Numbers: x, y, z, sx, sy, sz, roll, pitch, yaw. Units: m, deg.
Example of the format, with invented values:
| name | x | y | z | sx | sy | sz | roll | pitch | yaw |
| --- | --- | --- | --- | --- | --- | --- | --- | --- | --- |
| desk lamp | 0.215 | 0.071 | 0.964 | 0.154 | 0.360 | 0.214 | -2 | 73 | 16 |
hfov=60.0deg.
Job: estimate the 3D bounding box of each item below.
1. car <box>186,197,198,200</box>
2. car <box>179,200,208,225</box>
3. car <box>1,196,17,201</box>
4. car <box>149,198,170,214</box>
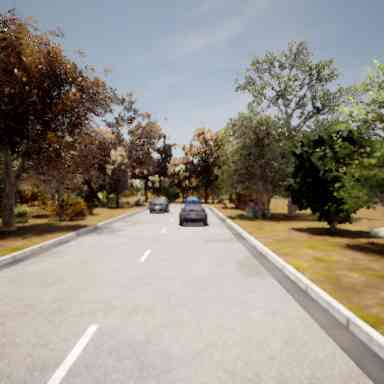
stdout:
| name | x | y | z | sx | sy | sz | roll | pitch | yaw |
| --- | --- | --- | --- | --- | --- | --- | --- | --- | --- |
| car | 0.023 | 1.370 | 41.807 | 1.882 | 1.535 | 5.008 | 0 | 0 | -1 |
| car | 0.086 | 1.516 | 23.840 | 1.994 | 1.385 | 4.181 | 0 | 0 | 0 |
| car | -45.152 | 1.430 | 81.900 | 5.566 | 2.045 | 2.435 | 0 | 0 | 0 |
| car | -3.358 | 1.409 | 34.620 | 2.128 | 1.511 | 4.902 | 0 | 0 | 0 |
